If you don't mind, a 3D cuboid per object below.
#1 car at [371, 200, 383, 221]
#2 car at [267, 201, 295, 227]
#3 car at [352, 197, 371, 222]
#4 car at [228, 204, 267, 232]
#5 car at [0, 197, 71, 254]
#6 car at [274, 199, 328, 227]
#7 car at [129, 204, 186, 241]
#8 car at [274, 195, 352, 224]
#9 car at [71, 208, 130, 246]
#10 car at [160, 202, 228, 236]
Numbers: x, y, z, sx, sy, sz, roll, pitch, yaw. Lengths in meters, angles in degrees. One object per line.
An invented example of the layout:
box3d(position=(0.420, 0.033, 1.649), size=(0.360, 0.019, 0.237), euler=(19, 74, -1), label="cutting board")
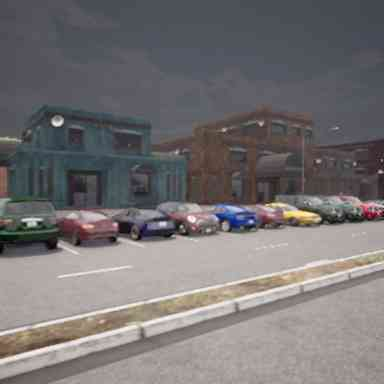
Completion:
box3d(position=(12.963, 1.326, 28.303), size=(2.435, 2.045, 5.566), euler=(1, -1, -36), label="car")
box3d(position=(4.023, 1.535, 21.855), size=(2.002, 1.452, 4.674), euler=(0, 0, -36), label="car")
box3d(position=(10.734, 1.294, 26.687), size=(2.435, 2.045, 5.566), euler=(1, 0, -36), label="car")
box3d(position=(1.795, 1.488, 20.236), size=(2.097, 1.535, 5.008), euler=(0, 0, -36), label="car")
box3d(position=(-7.155, 1.227, 13.790), size=(2.435, 2.045, 5.566), euler=(0, 0, -36), label="car")
box3d(position=(6.364, 1.501, 23.325), size=(1.946, 1.575, 5.366), euler=(0, 0, -36), label="car")
box3d(position=(-2.691, 1.512, 17.027), size=(2.163, 1.488, 4.792), euler=(0, 0, -36), label="car")
box3d(position=(8.501, 1.272, 25.069), size=(2.435, 2.045, 5.566), euler=(1, 0, -36), label="car")
box3d(position=(-4.905, 1.520, 15.383), size=(2.002, 1.452, 4.674), euler=(0, 0, -36), label="car")
box3d(position=(-0.459, 1.360, 18.647), size=(2.185, 1.767, 4.553), euler=(0, 0, -36), label="car")
